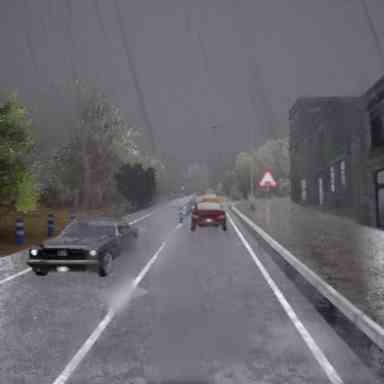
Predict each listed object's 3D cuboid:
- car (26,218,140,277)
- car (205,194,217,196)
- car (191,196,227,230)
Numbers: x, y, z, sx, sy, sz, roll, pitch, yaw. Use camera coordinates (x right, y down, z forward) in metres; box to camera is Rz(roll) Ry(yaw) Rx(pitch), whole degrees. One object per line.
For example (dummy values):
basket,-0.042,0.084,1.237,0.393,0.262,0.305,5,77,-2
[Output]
car,-2.967,1.502,10.104,1.895,1.301,4.718,0,1,3
car,2.155,0.989,37.633,1.882,1.535,5.008,0,1,7
car,0.970,1.252,19.236,1.882,1.535,5.008,0,1,3
